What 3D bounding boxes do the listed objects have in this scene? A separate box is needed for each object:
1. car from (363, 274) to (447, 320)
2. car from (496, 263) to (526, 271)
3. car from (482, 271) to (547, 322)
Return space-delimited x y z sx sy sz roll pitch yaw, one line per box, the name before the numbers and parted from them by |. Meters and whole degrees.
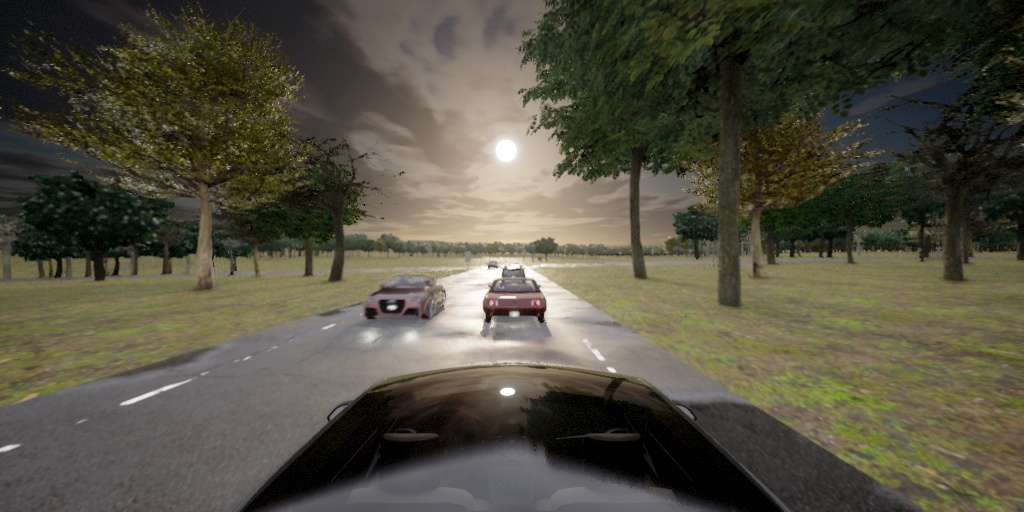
car | -3.570 1.347 12.673 1.994 1.385 4.181 0 0 0
car | 0.100 1.346 29.004 2.128 1.511 4.902 0 0 0
car | 0.088 1.383 12.476 1.895 1.301 4.718 0 0 0
